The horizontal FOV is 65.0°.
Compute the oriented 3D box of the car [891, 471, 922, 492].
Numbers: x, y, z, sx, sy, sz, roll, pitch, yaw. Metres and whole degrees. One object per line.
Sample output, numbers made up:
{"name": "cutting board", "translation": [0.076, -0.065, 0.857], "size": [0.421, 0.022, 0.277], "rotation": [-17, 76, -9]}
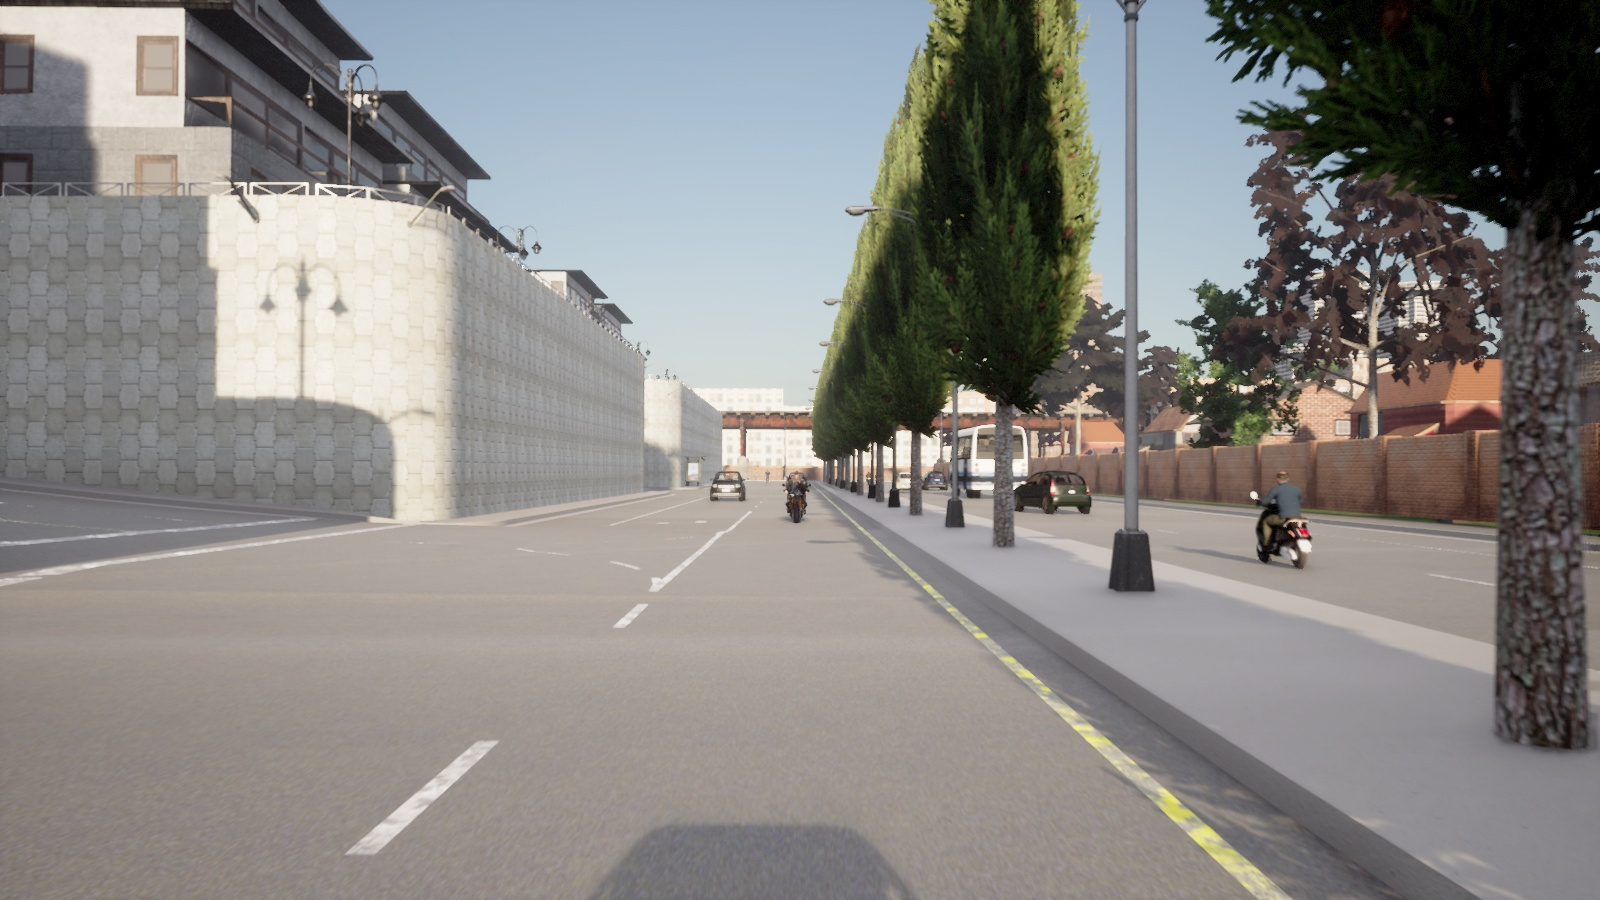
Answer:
{"name": "car", "translation": [7.776, 2.292, 92.201], "size": [1.970, 1.475, 3.806], "rotation": [0, -1, 0]}

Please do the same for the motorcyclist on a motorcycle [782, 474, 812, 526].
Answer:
{"name": "motorcyclist on a motorcycle", "translation": [-0.092, 1.483, 37.816], "size": [0.866, 1.530, 2.191], "rotation": [0, -1, 0]}

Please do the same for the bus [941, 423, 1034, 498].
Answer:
{"name": "bus", "translation": [11.294, 0.680, 76.911], "size": [3.944, 4.253, 10.273], "rotation": [0, -1, -1]}

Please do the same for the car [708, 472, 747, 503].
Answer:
{"name": "car", "translation": [-3.656, 1.882, 64.154], "size": [1.789, 1.549, 3.705], "rotation": [0, -1, 0]}

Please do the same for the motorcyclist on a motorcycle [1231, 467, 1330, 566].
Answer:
{"name": "motorcyclist on a motorcycle", "translation": [8.072, 1.090, 21.187], "size": [0.866, 1.590, 1.817], "rotation": [0, -1, -4]}

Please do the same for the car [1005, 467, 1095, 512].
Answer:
{"name": "car", "translation": [9.525, 1.480, 48.117], "size": [1.851, 1.617, 3.988], "rotation": [0, -1, -14]}
